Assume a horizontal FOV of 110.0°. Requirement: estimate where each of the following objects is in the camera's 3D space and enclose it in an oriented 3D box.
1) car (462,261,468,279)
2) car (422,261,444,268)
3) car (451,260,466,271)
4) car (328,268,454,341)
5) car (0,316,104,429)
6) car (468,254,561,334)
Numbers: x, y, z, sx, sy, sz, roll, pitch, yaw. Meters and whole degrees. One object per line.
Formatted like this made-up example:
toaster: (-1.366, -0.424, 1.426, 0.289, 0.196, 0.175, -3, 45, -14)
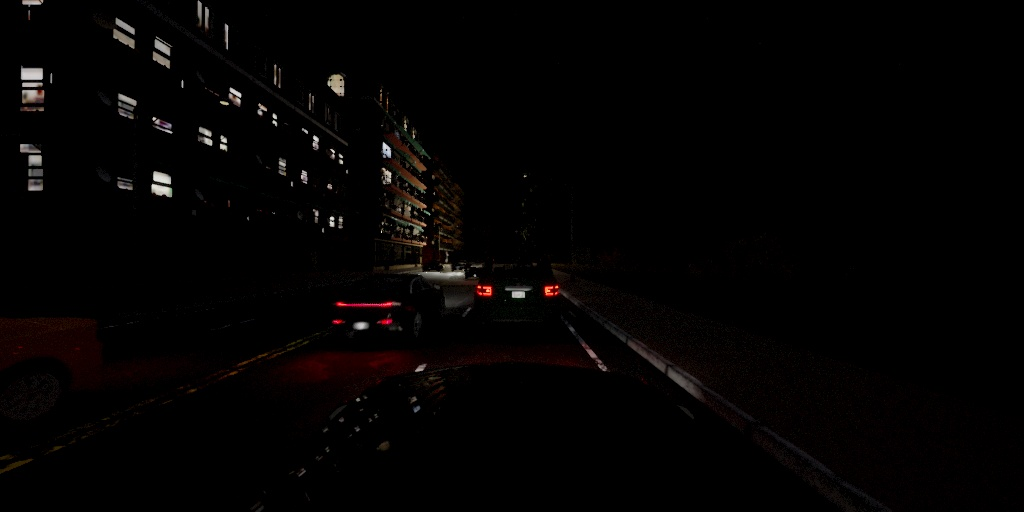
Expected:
car: (-3.128, 1.355, 32.857, 1.895, 1.301, 4.718, 0, 0, 0)
car: (-9.819, 1.318, 44.737, 1.994, 1.385, 4.181, 0, 0, 0)
car: (-6.569, 1.245, 45.589, 2.128, 1.511, 4.902, 0, 0, 0)
car: (-3.144, 1.241, 9.897, 2.128, 1.511, 4.902, 0, 0, 0)
car: (-6.598, 1.228, 2.797, 1.882, 1.535, 5.008, 0, 0, 0)
car: (0.110, 0.973, 10.831, 2.150, 2.045, 5.566, 0, 0, -1)
